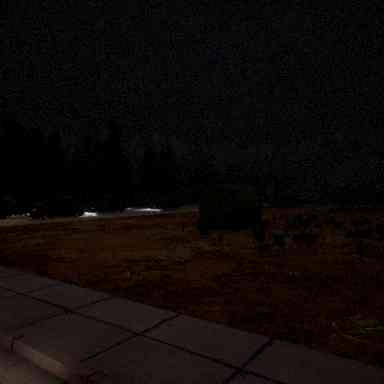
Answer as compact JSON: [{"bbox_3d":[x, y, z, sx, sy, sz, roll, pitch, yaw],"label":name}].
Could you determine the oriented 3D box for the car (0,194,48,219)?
[{"bbox_3d":[-15.488,1.248,29.727,2.150,2.045,5.566,0,0,36],"label":"car"}]

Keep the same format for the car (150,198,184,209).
[{"bbox_3d":[-3.386,1.574,46.082,2.033,1.411,5.357,0,0,37],"label":"car"}]

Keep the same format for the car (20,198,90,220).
[{"bbox_3d":[-11.667,1.531,28.634,1.837,1.490,4.892,0,0,36],"label":"car"}]

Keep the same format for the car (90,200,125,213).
[{"bbox_3d":[-9.588,1.591,37.702,1.994,1.385,4.181,0,0,37],"label":"car"}]
